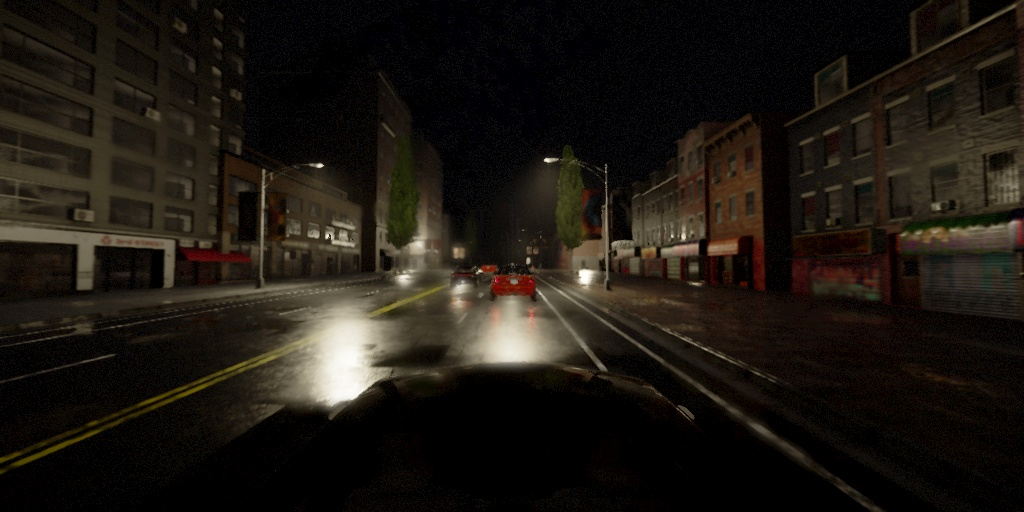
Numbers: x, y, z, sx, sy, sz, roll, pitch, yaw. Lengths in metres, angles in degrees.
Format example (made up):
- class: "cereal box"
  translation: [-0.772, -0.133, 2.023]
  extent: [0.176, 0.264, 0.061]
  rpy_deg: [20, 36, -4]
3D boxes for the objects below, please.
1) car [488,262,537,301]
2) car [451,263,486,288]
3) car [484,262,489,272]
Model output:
- class: "car"
  translation: [0.093, 1.208, 18.225]
  extent: [2.097, 1.767, 4.553]
  rpy_deg: [0, -1, 0]
- class: "car"
  translation: [-3.161, 1.445, 25.557]
  extent: [1.837, 1.490, 4.892]
  rpy_deg: [0, -1, 0]
- class: "car"
  translation: [-3.174, 1.604, 49.577]
  extent: [2.097, 1.767, 4.553]
  rpy_deg: [0, -1, 0]
